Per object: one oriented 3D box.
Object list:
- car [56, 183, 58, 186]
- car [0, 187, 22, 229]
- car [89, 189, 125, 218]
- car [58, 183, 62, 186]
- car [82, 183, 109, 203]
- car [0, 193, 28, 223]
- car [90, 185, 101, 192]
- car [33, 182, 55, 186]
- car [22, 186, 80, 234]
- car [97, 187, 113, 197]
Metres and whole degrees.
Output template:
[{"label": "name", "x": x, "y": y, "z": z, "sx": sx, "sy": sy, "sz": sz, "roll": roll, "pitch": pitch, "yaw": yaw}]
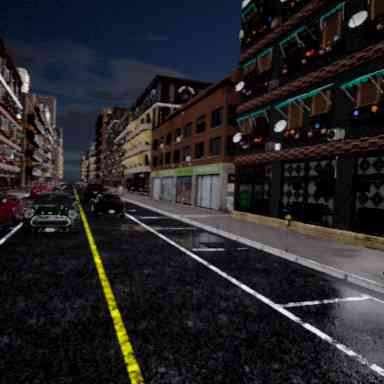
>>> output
[{"label": "car", "x": -21.769, "y": -0.355, "z": 50.041, "sx": 1.887, "sy": 1.381, "sz": 4.507, "roll": 3, "pitch": 1, "yaw": -20}, {"label": "car", "x": -8.347, "y": 0.695, "z": 12.954, "sx": 2.192, "sy": 1.841, "sz": 5.009, "roll": 3, "pitch": 1, "yaw": -20}, {"label": "car", "x": -5.611, "y": 0.852, "z": 22.234, "sx": 1.837, "sy": 1.490, "sz": 4.892, "roll": 2, "pitch": 1, "yaw": -20}, {"label": "car", "x": -35.178, "y": -1.633, "z": 87.123, "sx": 2.008, "sy": 1.369, "sz": 4.403, "roll": 3, "pitch": 1, "yaw": -20}, {"label": "car", "x": -10.737, "y": 0.080, "z": 36.448, "sx": 2.150, "sy": 2.045, "sz": 5.566, "roll": 2, "pitch": 1, "yaw": -19}, {"label": "car", "x": -10.277, "y": 0.780, "z": 18.255, "sx": 1.802, "sy": 1.307, "sz": 4.206, "roll": 3, "pitch": 1, "yaw": -20}, {"label": "car", "x": -21.558, "y": -0.763, "z": 74.084, "sx": 2.008, "sy": 1.369, "sz": 4.403, "roll": 3, "pitch": 1, "yaw": -20}, {"label": "car", "x": -17.926, "y": -0.218, "z": 39.442, "sx": 2.192, "sy": 1.841, "sz": 5.009, "roll": 3, "pitch": 1, "yaw": -20}, {"label": "car", "x": -6.196, "y": 0.800, "z": 14.889, "sx": 2.097, "sy": 1.767, "sz": 4.553, "roll": 2, "pitch": 1, "yaw": -20}, {"label": "car", "x": -13.896, "y": -0.036, "z": 52.894, "sx": 1.887, "sy": 1.381, "sz": 4.507, "roll": 3, "pitch": 1, "yaw": -20}]
